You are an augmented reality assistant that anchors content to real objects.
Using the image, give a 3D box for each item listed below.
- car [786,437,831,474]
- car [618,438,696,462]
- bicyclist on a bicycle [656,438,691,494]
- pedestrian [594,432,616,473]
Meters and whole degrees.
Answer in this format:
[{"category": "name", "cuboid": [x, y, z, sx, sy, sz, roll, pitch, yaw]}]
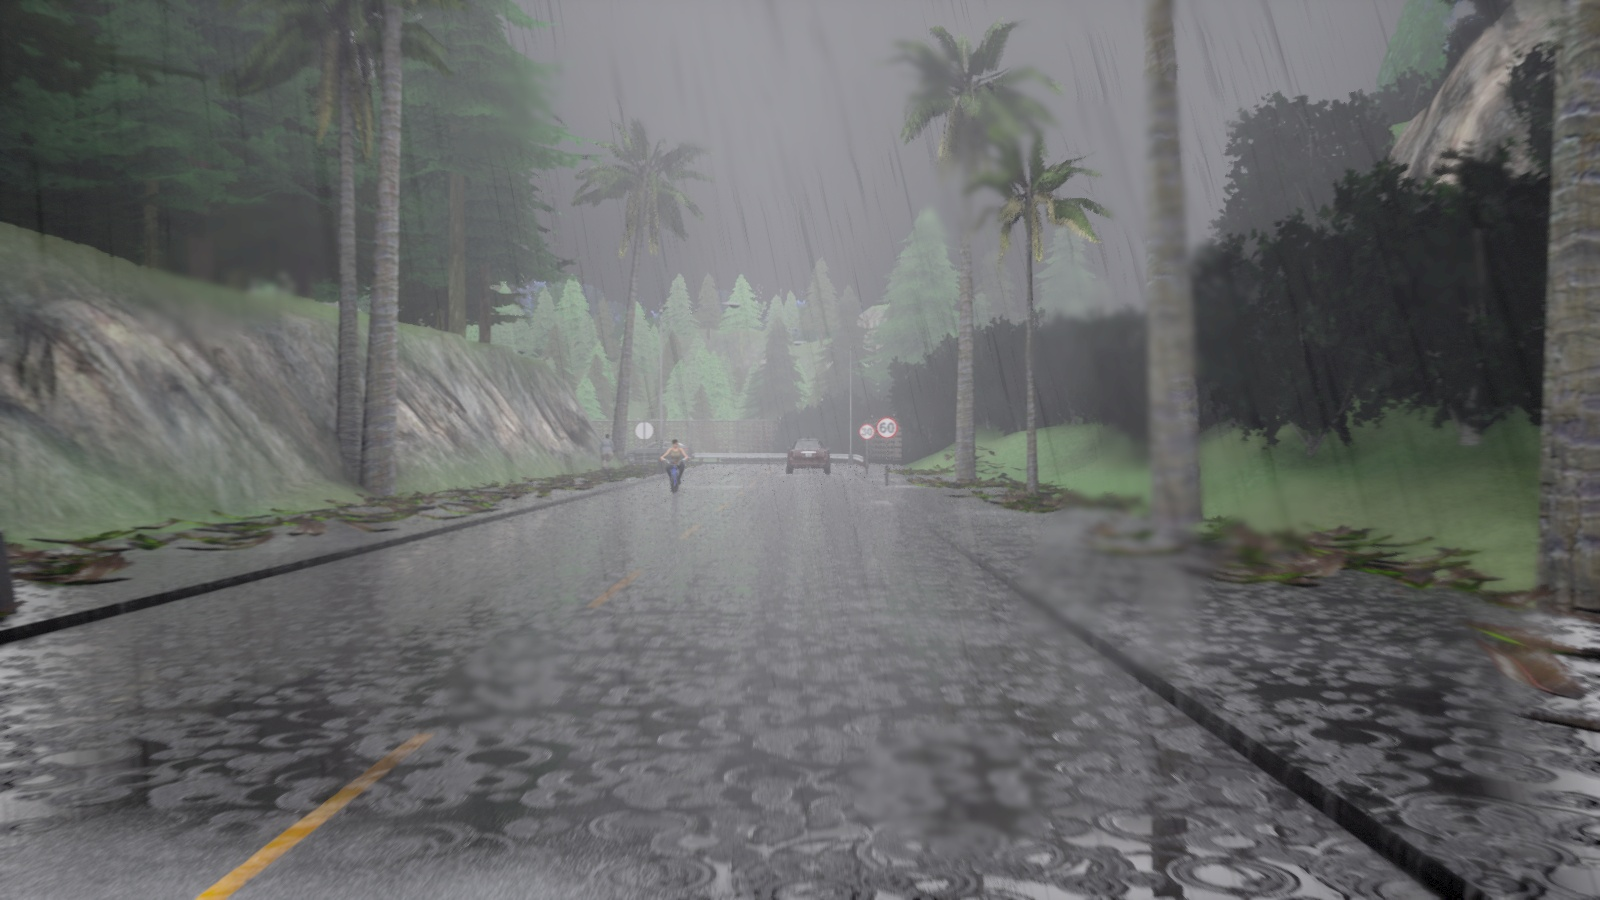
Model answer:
[{"category": "car", "cuboid": [0.416, 0.249, 61.718, 2.097, 1.767, 4.553, 0, 0, 0]}, {"category": "car", "cuboid": [-10.076, 0.006, 88.736, 5.027, 1.651, 2.152, 0, 0, 10]}, {"category": "bicyclist on a bicycle", "cuboid": [-3.742, 0.465, 37.264, 0.866, 1.612, 1.509, 0, 0, 0]}, {"category": "pedestrian", "cuboid": [-8.934, 0.111, 57.650, 0.874, 1.855, 0.900, 0, 0, 1]}]
